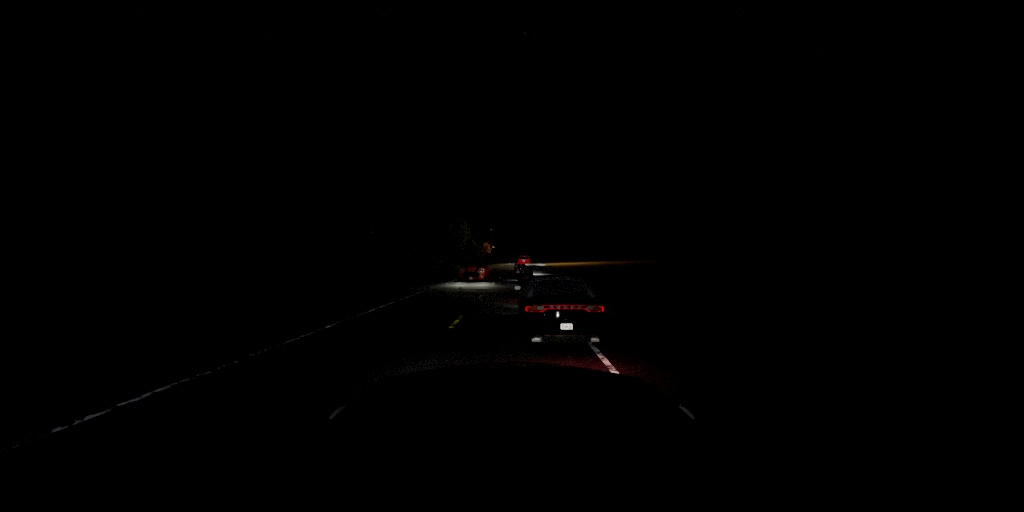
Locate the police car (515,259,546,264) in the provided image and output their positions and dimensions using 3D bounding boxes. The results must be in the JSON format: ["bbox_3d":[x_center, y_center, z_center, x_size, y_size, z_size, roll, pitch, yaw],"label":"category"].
[{"bbox_3d":[1.268,1.176,19.566,1.930,1.638,5.238,0,0,1],"label":"police car"}]

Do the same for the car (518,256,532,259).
[{"bbox_3d":[2.087,0.956,59.913,2.150,2.045,5.566,0,0,4],"label":"car"}]

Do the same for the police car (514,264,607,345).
[{"bbox_3d":[1.098,1.175,9.601,1.930,1.638,5.238,0,0,1],"label":"police car"}]

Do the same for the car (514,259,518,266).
[{"bbox_3d":[1.298,1.344,46.787,1.895,1.301,4.718,0,0,4],"label":"car"}]

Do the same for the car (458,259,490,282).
[{"bbox_3d":[-2.976,1.102,29.048,2.097,1.767,4.553,0,0,2],"label":"car"}]
